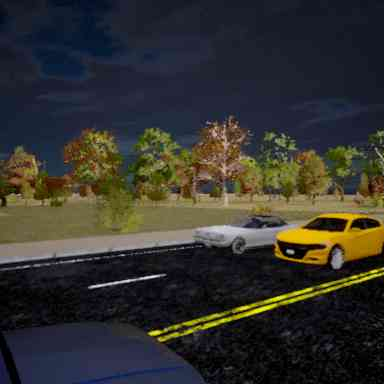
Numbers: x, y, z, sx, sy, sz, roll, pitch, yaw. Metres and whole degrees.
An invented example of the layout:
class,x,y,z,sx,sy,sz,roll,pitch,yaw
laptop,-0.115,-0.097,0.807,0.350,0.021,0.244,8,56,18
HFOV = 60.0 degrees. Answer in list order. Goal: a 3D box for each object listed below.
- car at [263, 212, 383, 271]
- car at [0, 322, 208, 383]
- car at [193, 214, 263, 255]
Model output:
class,x,y,z,sx,sy,sz,roll,pitch,yaw
car,4.919,1.475,11.157,5.008,1.535,1.882,0,0,-35
car,-2.349,1.547,1.763,5.357,1.411,2.033,0,0,-36
car,2.380,1.599,13.345,4.718,1.301,1.895,0,0,-35
